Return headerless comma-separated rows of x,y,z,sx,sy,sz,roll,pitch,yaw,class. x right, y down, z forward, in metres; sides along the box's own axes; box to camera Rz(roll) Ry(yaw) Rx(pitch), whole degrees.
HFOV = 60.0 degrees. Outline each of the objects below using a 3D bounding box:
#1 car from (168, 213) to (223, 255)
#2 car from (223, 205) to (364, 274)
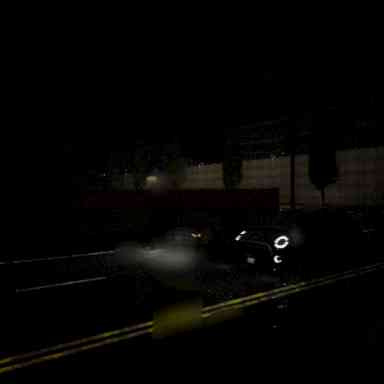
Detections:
1.142,1.564,13.356,4.181,1.385,1.994,0,0,-35,car
3.510,1.352,10.746,4.553,1.767,2.097,0,0,-35,car
